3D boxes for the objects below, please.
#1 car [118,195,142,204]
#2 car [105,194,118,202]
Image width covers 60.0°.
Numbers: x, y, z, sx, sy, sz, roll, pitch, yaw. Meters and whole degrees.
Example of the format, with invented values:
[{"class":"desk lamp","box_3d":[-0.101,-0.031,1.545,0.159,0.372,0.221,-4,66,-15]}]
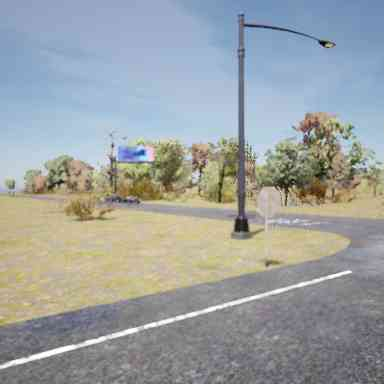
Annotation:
[{"class":"car","box_3d":[-10.198,1.326,55.345,1.895,1.301,4.718,0,0,-33]},{"class":"car","box_3d":[-14.735,1.213,62.057,1.837,1.490,4.892,0,0,-34]}]
